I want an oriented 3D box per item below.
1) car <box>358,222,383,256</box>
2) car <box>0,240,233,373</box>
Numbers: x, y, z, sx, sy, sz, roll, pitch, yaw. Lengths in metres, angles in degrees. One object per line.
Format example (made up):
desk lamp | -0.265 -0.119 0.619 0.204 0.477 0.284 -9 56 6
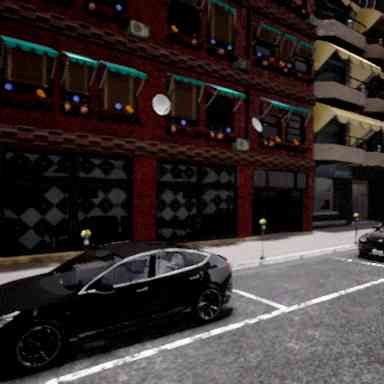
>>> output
car | 7.862 1.625 12.156 4.313 1.339 1.947 0 1 -35
car | -1.208 1.575 5.685 4.313 1.339 1.947 0 1 -35
